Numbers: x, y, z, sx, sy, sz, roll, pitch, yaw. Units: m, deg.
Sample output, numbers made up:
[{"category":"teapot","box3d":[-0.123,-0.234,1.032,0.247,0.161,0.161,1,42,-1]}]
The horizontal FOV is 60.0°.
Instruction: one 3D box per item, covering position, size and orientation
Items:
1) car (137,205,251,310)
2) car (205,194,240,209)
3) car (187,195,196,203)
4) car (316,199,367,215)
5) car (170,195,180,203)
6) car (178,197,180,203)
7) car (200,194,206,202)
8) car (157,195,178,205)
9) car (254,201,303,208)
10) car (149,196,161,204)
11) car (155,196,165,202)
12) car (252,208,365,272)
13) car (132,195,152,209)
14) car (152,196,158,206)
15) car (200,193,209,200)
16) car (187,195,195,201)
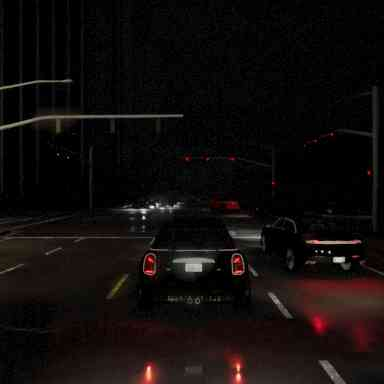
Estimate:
[{"category":"car","box3d":[0.043,1.352,7.992,2.097,1.767,4.553,0,0,0]},{"category":"car","box3d":[3.894,1.361,40.492,2.097,1.767,4.553,0,0,-24]},{"category":"car","box3d":[-0.098,1.478,71.521,1.882,1.535,5.008,0,0,0]},{"category":"car","box3d":[15.540,1.533,34.672,5.008,1.535,1.882,0,0,0]},{"category":"car","box3d":[-3.624,1.500,70.530,1.837,1.490,4.892,0,0,0]},{"category":"car","box3d":[-3.678,1.491,60.320,2.128,1.511,4.902,0,0,0]},{"category":"car","box3d":[3.364,1.519,77.434,1.812,1.442,4.674,0,0,0]},{"category":"car","box3d":[-3.678,1.547,50.817,2.033,1.411,5.357,0,0,0]},{"category":"car","box3d":[8.030,1.559,31.139,4.674,1.442,1.812,1,0,0]},{"category":"car","box3d":[-7.164,1.526,64.195,1.812,1.442,4.674,0,0,0]},{"category":"car","box3d":[-7.131,1.594,74.238,1.895,1.301,4.718,0,0,0]},{"category":"car","box3d":[3.600,1.492,10.801,2.128,1.511,4.902,0,0,-3]},{"category":"car","box3d":[-7.175,1.526,46.496,1.812,1.442,4.674,0,0,0]},{"category":"car","box3d":[-7.184,1.352,55.399,2.097,1.767,4.553,0,0,0]},{"category":"car","box3d":[3.346,1.216,87.514,2.097,1.767,4.553,0,0,0]},{"category":"car","box3d":[-0.156,1.540,88.255,2.033,1.411,5.357,0,0,0]}]
